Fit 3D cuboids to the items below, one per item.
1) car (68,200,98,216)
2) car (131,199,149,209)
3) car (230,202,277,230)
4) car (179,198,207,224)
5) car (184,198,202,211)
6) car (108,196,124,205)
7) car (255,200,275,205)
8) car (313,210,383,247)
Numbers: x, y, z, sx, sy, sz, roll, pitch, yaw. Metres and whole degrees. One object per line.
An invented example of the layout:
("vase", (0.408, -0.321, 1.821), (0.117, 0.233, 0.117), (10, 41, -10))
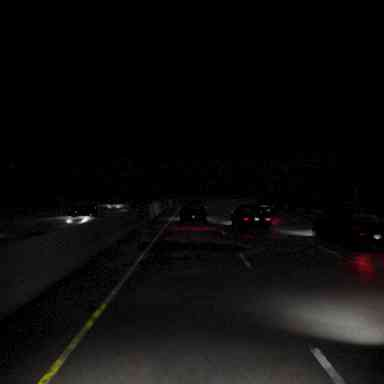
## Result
("car", (-10.607, 1.548, 32.713), (1.812, 1.442, 4.674), (0, 0, 0))
("car", (-7.091, 1.595, 45.405), (1.994, 1.385, 4.181), (0, 0, 0))
("car", (3.593, 1.562, 20.961), (2.033, 1.411, 5.357), (0, 0, 0))
("car", (0.092, 1.495, 24.665), (1.882, 1.535, 5.008), (0, 0, 0))
("car", (0.086, 1.521, 41.649), (2.128, 1.511, 4.902), (0, 0, 0))
("car", (-13.825, 1.518, 60.791), (1.882, 1.535, 5.008), (0, 0, 3))
("car", (7.089, 1.515, 33.174), (2.128, 1.511, 4.902), (0, 0, 0))
("car", (7.095, 1.536, 15.050), (1.812, 1.442, 4.674), (0, 0, 0))
